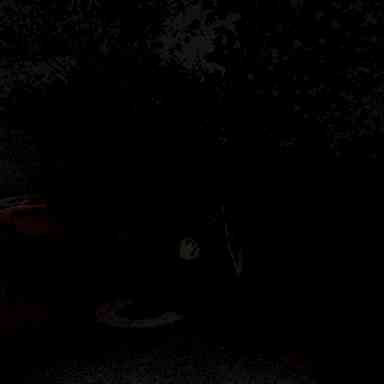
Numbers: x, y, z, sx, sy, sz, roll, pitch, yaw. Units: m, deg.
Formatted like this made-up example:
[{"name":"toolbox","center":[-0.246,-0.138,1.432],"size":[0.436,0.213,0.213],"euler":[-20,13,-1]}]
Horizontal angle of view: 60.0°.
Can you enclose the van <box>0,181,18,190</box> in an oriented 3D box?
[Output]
[{"name":"van","center":[-43.087,-1.475,77.421],"size":[4.442,1.987,1.878],"euler":[1,1,-30]}]

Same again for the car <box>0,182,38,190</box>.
[{"name":"car","center":[-15.116,0.387,29.487],"size":[5.566,2.045,2.435],"euler":[1,2,-30]}]

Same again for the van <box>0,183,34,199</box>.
[{"name":"van","center":[-22.167,-0.120,41.372],"size":[4.442,1.987,1.878],"euler":[1,1,-30]}]

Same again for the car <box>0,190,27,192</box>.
[{"name":"car","center":[-12.533,0.860,24.598],"size":[5.366,1.575,1.946],"euler":[1,2,-30]}]

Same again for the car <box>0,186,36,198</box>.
[{"name":"car","center":[-23.473,0.014,43.842],"size":[5.008,1.535,2.097],"euler":[1,1,-30]}]

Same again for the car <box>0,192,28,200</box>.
[{"name":"car","center":[-8.238,1.077,17.628],"size":[4.553,1.767,2.185],"euler":[1,2,-30]}]

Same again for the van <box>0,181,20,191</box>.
[{"name":"van","center":[-40.103,-1.292,72.741],"size":[4.442,1.987,1.878],"euler":[1,1,-30]}]

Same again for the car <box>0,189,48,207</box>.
[{"name":"car","center":[-16.563,0.553,31.860],"size":[4.792,1.488,2.163],"euler":[1,2,-30]}]

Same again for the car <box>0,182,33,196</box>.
[{"name":"car","center":[-27.661,-0.507,51.004],"size":[5.566,2.045,2.435],"euler":[1,1,-30]}]

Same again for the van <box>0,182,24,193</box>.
[{"name":"van","center":[-34.546,-0.932,63.162],"size":[4.442,1.987,1.878],"euler":[1,1,-30]}]

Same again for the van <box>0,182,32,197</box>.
[{"name":"van","center":[-24.759,-0.300,46.288],"size":[4.442,1.987,1.878],"euler":[1,1,-30]}]

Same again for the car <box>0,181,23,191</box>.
[{"name":"car","center":[-38.838,-1.230,70.273],"size":[5.566,2.045,2.435],"euler":[1,1,-30]}]

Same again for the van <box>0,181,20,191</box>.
[{"name":"van","center":[-41.430,-1.377,75.028],"size":[4.442,1.987,1.878],"euler":[1,1,-30]}]

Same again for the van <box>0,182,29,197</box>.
[{"name":"van","center":[-26.350,-0.393,48.566],"size":[4.442,1.987,1.878],"euler":[1,1,-30]}]

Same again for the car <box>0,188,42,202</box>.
[{"name":"car","center":[-19.353,0.330,36.785],"size":[4.792,1.488,2.163],"euler":[1,2,-30]}]

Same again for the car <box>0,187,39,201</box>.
[{"name":"car","center":[-20.676,0.232,39.067],"size":[4.792,1.488,2.163],"euler":[1,1,-30]}]

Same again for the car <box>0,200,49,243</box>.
[{"name":"car","center":[-6.885,1.316,15.218],"size":[5.008,1.535,2.097],"euler":[1,2,-30]}]
